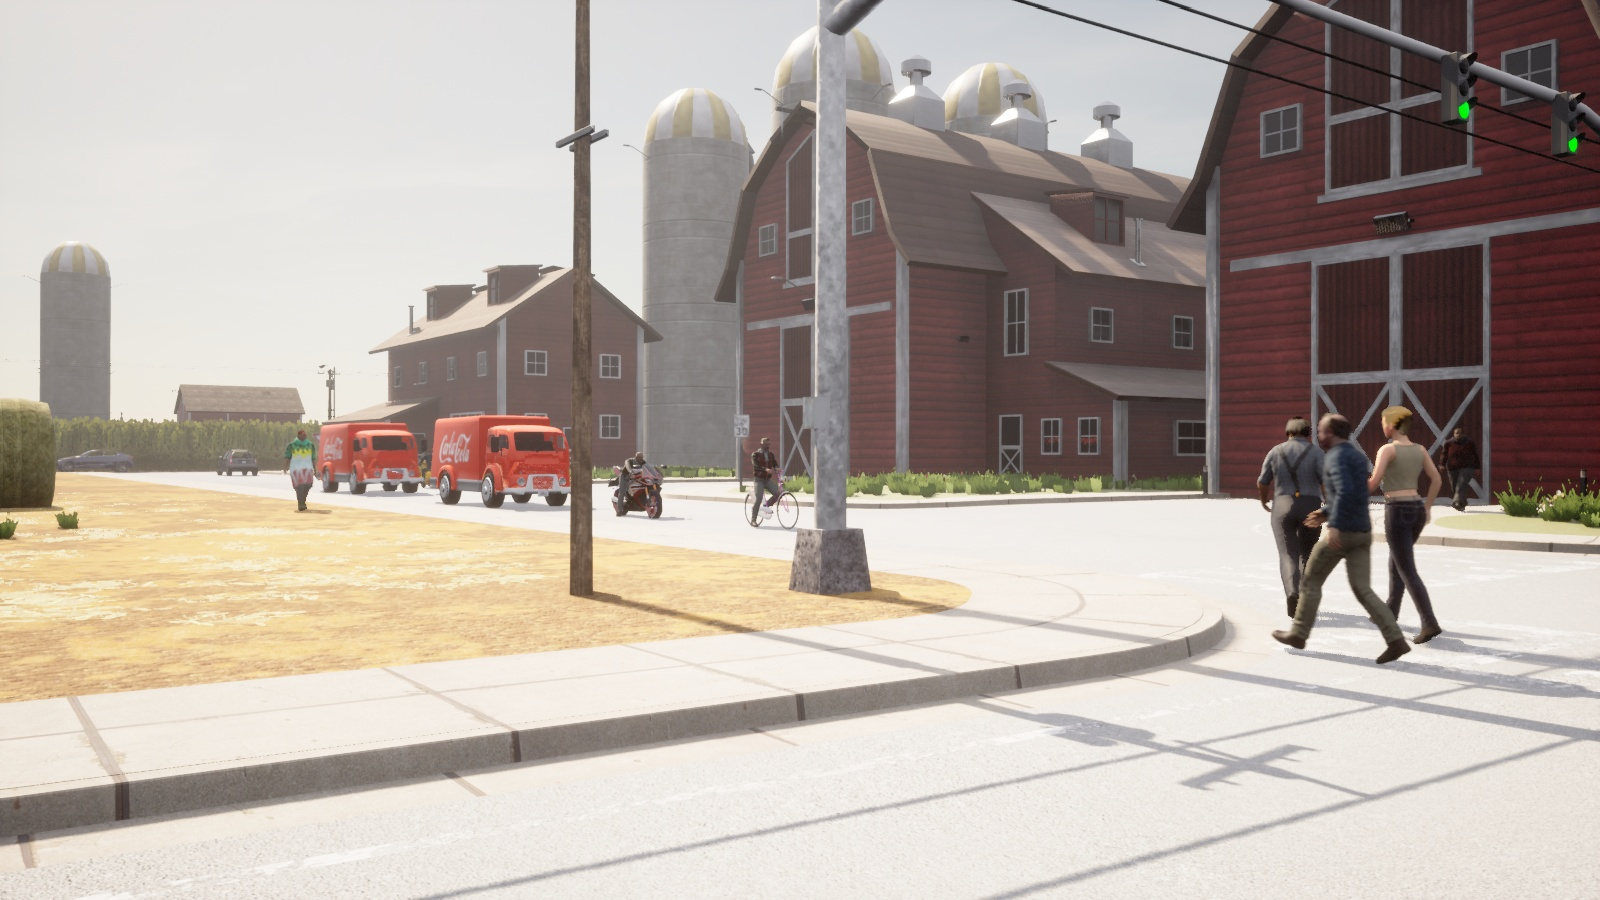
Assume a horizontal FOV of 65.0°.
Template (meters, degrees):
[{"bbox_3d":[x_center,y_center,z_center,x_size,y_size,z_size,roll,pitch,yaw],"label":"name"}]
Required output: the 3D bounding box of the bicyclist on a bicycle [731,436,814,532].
[{"bbox_3d":[-0.547,0.644,24.227,0.659,1.776,1.843,0,-1,-36],"label":"bicyclist on a bicycle"}]

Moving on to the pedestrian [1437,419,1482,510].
[{"bbox_3d":[13.650,0.293,25.991,0.634,1.844,0.899,0,0,40],"label":"pedestrian"}]

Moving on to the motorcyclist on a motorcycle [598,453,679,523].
[{"bbox_3d":[-3.696,0.831,28.585,0.866,1.530,2.191,0,0,-36],"label":"motorcyclist on a motorcycle"}]

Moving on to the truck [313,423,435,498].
[{"bbox_3d":[-15.127,0.351,44.385,2.627,2.467,5.204,-1,0,-36],"label":"truck"}]

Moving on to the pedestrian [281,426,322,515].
[{"bbox_3d":[-11.133,0.456,28.034,0.659,1.952,0.873,0,0,-34],"label":"pedestrian"}]

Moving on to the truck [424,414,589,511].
[{"bbox_3d":[-8.225,0.334,34.843,2.627,2.467,5.204,0,0,-36],"label":"truck"}]

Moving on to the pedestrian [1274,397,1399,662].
[{"bbox_3d":[3.891,0.553,9.131,0.402,1.842,0.726,0,0,-34],"label":"pedestrian"}]

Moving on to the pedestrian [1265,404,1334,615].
[{"bbox_3d":[4.557,0.524,11.451,0.540,1.848,0.694,0,0,25],"label":"pedestrian"}]

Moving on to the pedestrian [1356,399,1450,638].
[{"bbox_3d":[4.772,0.525,9.953,0.345,1.836,0.594,0,0,-22],"label":"pedestrian"}]

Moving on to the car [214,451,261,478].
[{"bbox_3d":[-34.744,0.879,77.491,1.851,1.617,3.988,0,0,-36],"label":"car"}]
